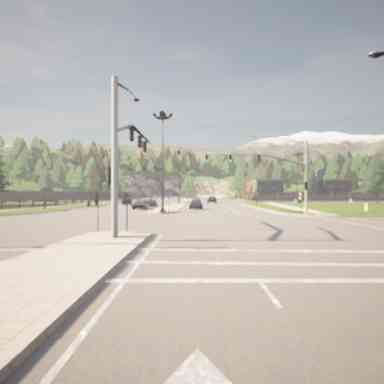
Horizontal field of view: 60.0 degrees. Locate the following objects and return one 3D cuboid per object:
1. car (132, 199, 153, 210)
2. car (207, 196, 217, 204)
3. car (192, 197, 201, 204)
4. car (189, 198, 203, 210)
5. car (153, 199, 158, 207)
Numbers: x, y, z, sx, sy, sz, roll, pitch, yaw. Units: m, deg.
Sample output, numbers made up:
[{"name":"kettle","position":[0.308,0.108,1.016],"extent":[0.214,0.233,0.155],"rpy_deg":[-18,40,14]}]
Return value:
[{"name":"car","position":[-7.495,1.856,49.270],"extent":[2.033,1.411,5.357],"rpy_deg":[0,0,1]},{"name":"car","position":[4.478,1.656,74.525],"extent":[2.097,1.767,4.553],"rpy_deg":[0,0,1]},{"name":"car","position":[0.979,1.896,74.634],"extent":[1.895,1.301,4.718],"rpy_deg":[0,0,1]},{"name":"car","position":[0.590,1.872,49.178],"extent":[1.994,1.385,4.181],"rpy_deg":[0,0,1]},{"name":"car","position":[-7.277,1.936,59.341],"extent":[1.994,1.385,4.181],"rpy_deg":[0,0,1]}]
